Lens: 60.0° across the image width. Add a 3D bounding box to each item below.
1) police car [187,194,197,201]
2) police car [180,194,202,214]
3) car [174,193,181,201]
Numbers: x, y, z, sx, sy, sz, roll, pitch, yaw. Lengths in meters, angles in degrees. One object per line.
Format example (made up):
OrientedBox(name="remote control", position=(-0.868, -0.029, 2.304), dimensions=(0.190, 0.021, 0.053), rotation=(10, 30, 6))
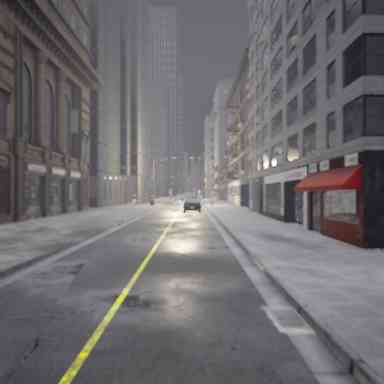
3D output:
OrientedBox(name="police car", position=(0.043, 1.127, 70.748), dimensions=(2.038, 1.542, 4.974), rotation=(0, 0, 0))
OrientedBox(name="police car", position=(0.022, 1.350, 36.022), dimensions=(1.930, 1.638, 5.238), rotation=(0, 0, 0))
OrientedBox(name="car", position=(-2.956, 1.286, 74.466), dimensions=(1.812, 1.442, 4.674), rotation=(0, 0, 0))
